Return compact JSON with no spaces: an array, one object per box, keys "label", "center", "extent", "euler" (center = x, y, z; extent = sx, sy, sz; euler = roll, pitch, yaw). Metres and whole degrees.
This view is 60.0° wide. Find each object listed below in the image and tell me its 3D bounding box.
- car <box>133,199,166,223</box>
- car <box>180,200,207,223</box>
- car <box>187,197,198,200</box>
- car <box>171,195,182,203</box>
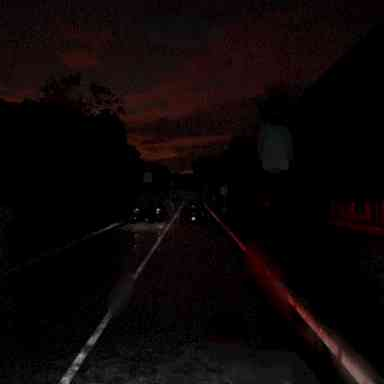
[{"label":"car","center":[-3.100,1.305,24.956],"extent":[2.097,1.767,4.553],"euler":[0,0,0]},{"label":"car","center":[0.098,1.554,25.133],"extent":[1.895,1.301,4.718],"euler":[0,0,0]},{"label":"car","center":[0.099,1.425,42.754],"extent":[1.837,1.490,4.892],"euler":[0,0,0]},{"label":"car","center":[-3.082,1.359,65.957],"extent":[1.837,1.490,4.892],"euler":[0,1,0]}]
